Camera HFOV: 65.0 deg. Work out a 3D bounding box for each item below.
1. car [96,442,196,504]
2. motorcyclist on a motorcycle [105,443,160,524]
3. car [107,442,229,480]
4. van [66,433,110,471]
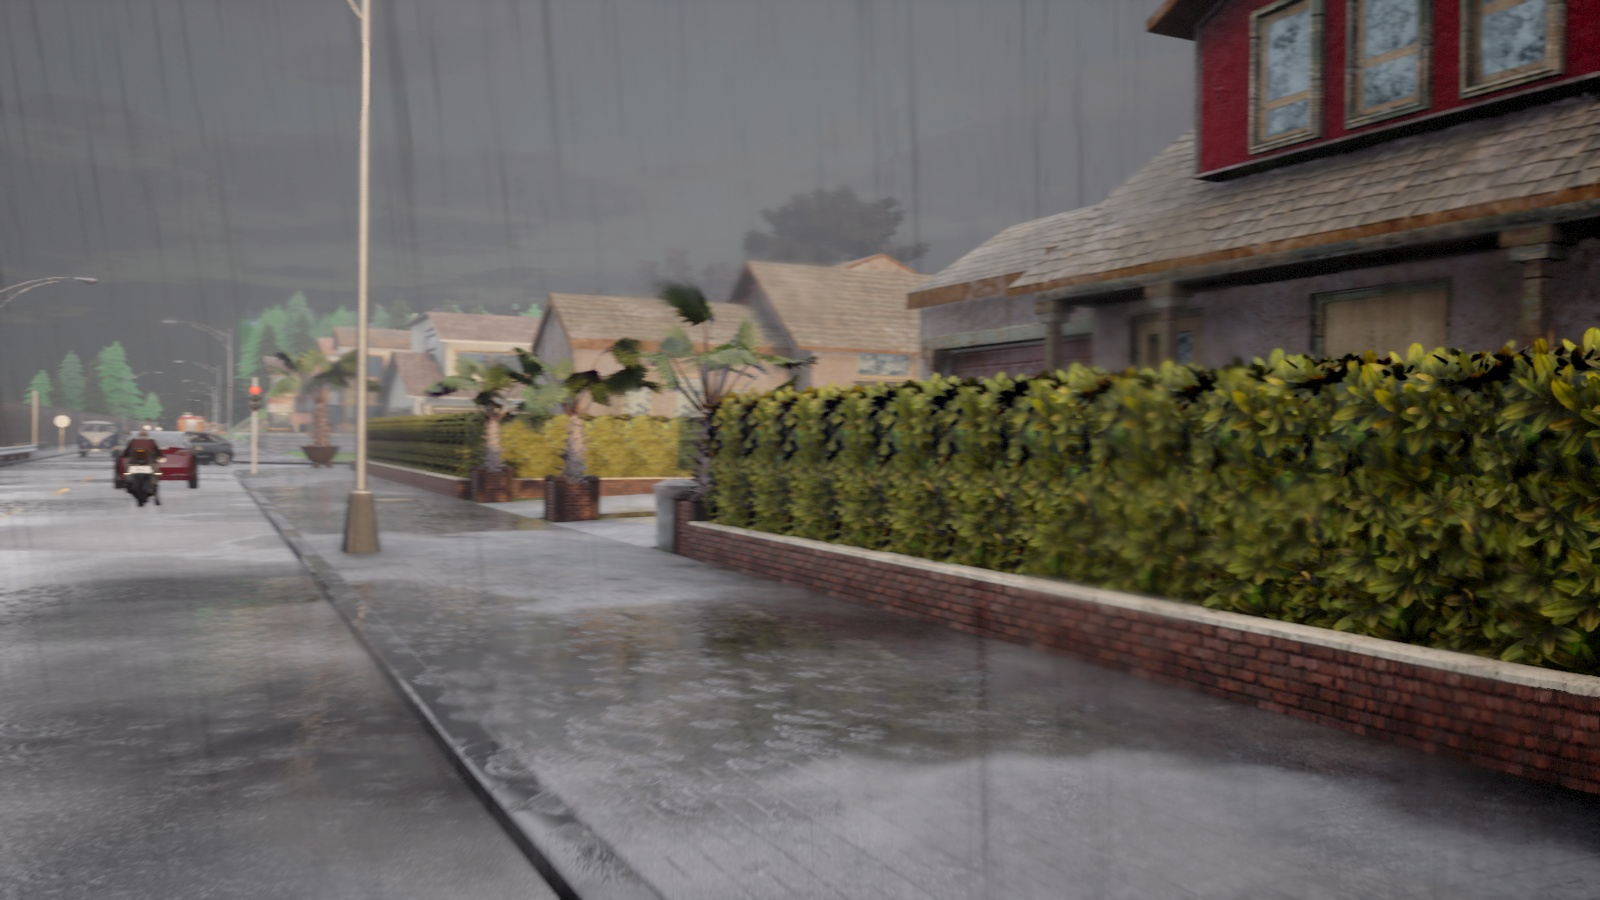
[{"bbox_3d":[-17.177,0.538,33.121,2.163,1.488,4.792,-1,1,-26],"label":"car"},{"bbox_3d":[-13.261,0.623,24.996,0.866,1.530,2.191,-1,1,-26],"label":"motorcyclist on a motorcycle"},{"bbox_3d":[-26.459,0.432,52.678,1.816,1.474,4.193,0,0,35],"label":"car"},{"bbox_3d":[-38.879,0.097,68.624,1.775,1.987,4.442,-1,1,-26],"label":"van"}]
